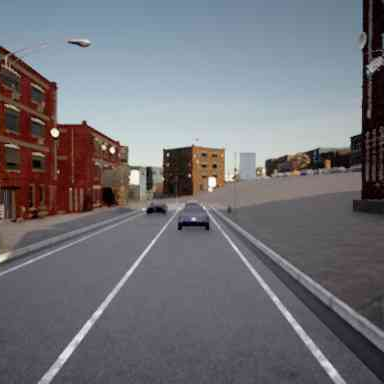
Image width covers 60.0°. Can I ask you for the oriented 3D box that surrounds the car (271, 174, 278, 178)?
[{"bbox_3d":[21.874,-3.860,82.118,2.231,1.521,4.892,0,1,-1],"label":"car"}]

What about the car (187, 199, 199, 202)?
[{"bbox_3d":[0.107,1.568,40.179,1.812,1.442,4.674,0,0,0],"label":"car"}]

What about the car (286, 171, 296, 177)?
[{"bbox_3d":[22.458,-3.677,71.038,2.097,1.535,5.008,0,1,-4],"label":"car"}]

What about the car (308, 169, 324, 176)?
[{"bbox_3d":[23.544,-3.456,59.842,2.163,1.488,4.792,0,1,-6],"label":"car"}]

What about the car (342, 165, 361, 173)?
[{"bbox_3d":[25.050,-3.298,49.006,2.231,1.521,4.892,0,1,-9],"label":"car"}]

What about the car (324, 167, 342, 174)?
[{"bbox_3d":[24.246,-3.352,54.368,2.002,1.452,4.674,0,1,-7],"label":"car"}]

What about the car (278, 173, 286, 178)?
[{"bbox_3d":[22.106,-3.731,76.576,2.002,1.452,4.674,0,1,-2],"label":"car"}]

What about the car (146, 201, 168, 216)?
[{"bbox_3d":[-3.494,1.636,33.694,1.895,1.301,4.718,0,0,0],"label":"car"}]

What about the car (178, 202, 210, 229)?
[{"bbox_3d":[0.103,1.587,21.822,1.994,1.385,4.181,0,0,0],"label":"car"}]

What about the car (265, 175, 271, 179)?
[{"bbox_3d":[21.746,-3.931,87.636,2.231,1.521,4.892,0,1,-1],"label":"car"}]

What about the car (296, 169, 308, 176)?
[{"bbox_3d":[22.925,-3.708,65.533,2.185,1.767,4.553,0,1,-5],"label":"car"}]
